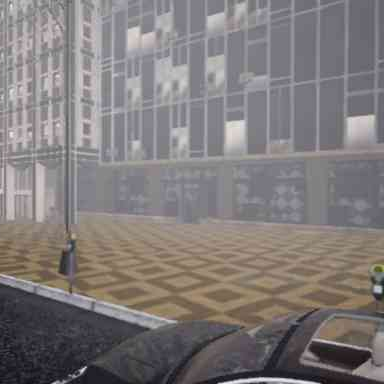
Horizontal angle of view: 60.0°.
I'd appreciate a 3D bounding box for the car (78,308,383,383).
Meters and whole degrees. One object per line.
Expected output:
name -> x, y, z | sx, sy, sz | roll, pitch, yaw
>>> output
car -> 0.992, 1.548, 2.167 | 4.403, 1.369, 2.008 | -1, 1, 35
